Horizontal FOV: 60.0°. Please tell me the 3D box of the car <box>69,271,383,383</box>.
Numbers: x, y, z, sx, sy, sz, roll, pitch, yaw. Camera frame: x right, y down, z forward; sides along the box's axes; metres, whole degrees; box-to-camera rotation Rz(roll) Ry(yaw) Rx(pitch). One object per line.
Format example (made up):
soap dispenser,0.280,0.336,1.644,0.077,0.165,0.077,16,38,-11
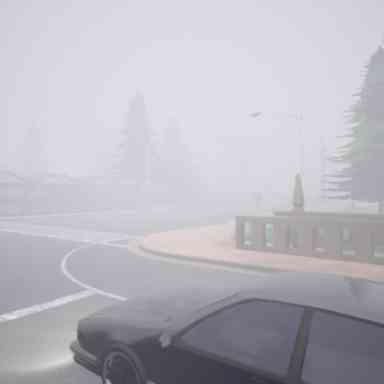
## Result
car,1.124,1.554,3.169,5.357,1.411,2.033,0,0,36
